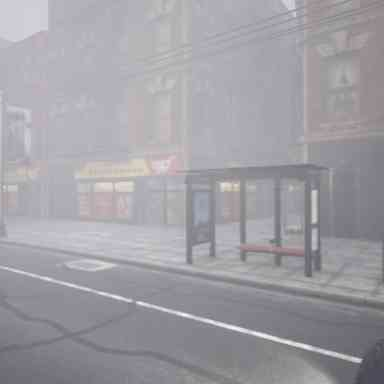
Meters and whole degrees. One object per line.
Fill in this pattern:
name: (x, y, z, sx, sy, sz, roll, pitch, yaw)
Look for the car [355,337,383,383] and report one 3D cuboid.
car: (3.091, 1.558, 1.787, 4.181, 1.385, 1.994, 0, 0, 36)
